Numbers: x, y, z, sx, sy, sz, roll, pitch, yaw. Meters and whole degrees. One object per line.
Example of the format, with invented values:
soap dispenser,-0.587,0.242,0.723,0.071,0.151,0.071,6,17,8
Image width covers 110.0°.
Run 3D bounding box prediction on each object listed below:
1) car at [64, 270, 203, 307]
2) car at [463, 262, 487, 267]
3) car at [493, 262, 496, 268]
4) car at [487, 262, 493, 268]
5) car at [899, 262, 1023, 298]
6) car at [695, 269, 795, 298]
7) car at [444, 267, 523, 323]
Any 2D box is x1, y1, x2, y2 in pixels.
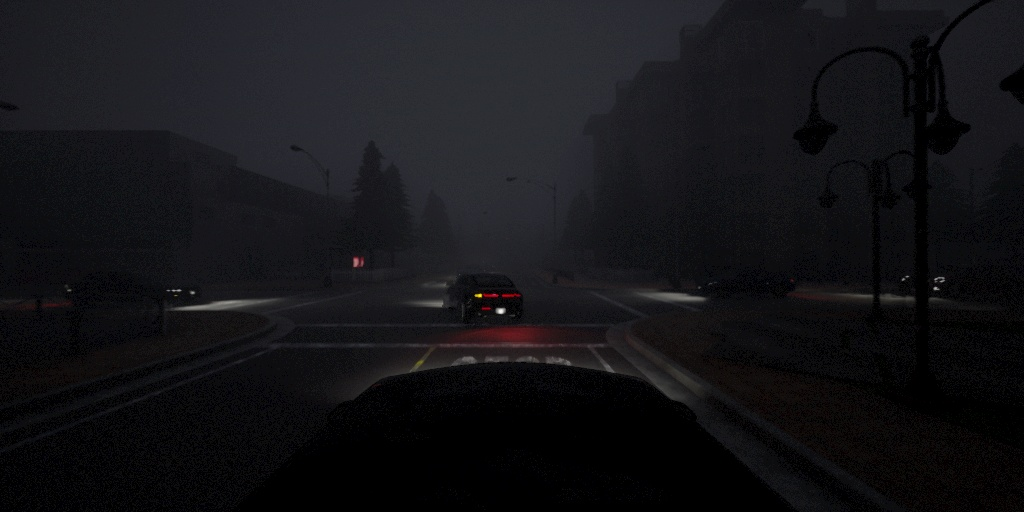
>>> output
car,-16.152,1.336,15.442,4.892,1.490,1.837,0,0,0
car,-3.604,1.441,32.033,1.882,1.535,5.008,0,0,1
car,-3.517,1.610,56.024,1.882,1.535,5.008,0,-1,0
car,-3.593,1.514,42.377,1.882,1.535,5.008,0,0,0
car,23.316,1.210,18.745,4.553,1.767,2.097,0,0,1
car,12.190,1.381,18.851,4.674,1.442,1.812,0,0,1
car,-1.124,1.332,12.678,1.837,1.490,4.892,2,-1,-19
